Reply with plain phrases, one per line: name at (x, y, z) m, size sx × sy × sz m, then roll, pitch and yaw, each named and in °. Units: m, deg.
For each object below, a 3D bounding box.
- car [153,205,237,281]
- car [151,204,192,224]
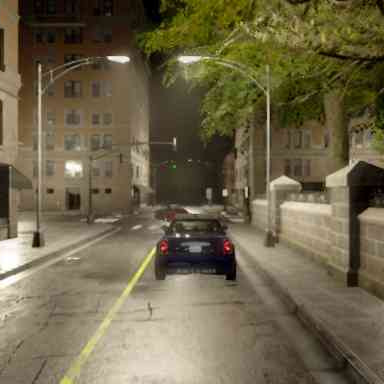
car at (0.086, 1.434, 10.263) m, size 2.097 × 1.767 × 4.553 m, roll 0°, pitch -1°, yaw 0°
car at (-1.814, 1.778, 27.957) m, size 1.994 × 1.385 × 4.181 m, roll 0°, pitch -1°, yaw -25°
